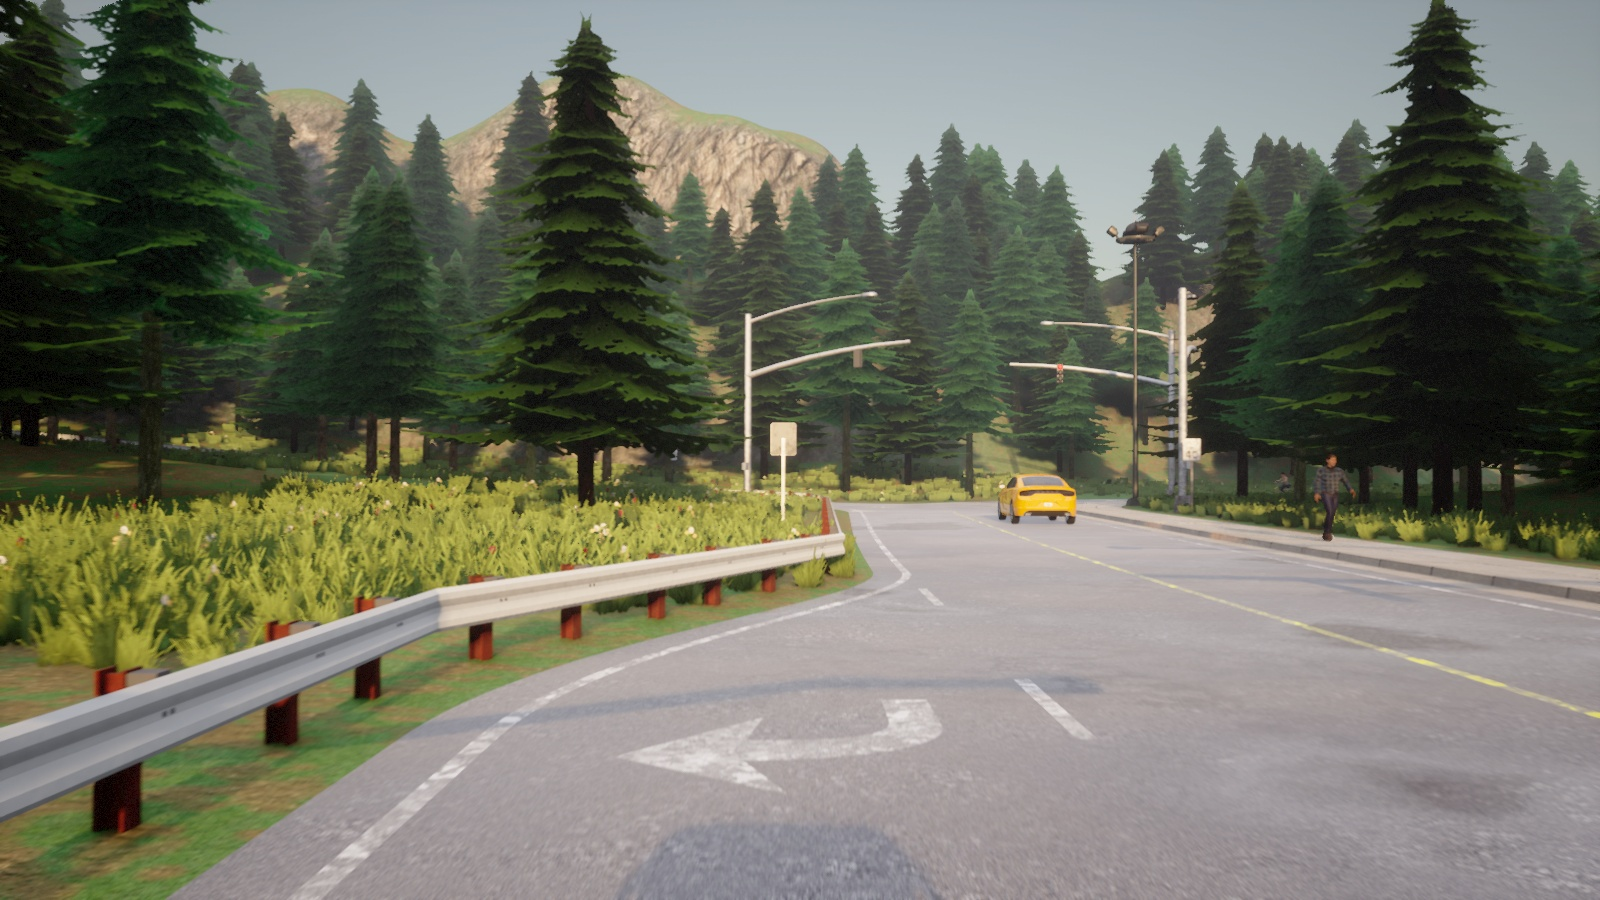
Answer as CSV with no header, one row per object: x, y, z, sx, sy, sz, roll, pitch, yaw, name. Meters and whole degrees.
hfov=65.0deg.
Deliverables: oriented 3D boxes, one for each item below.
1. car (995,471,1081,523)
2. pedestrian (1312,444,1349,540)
7.355,1.420,39.241,1.882,1.535,5.008,0,-1,2,car
10.926,0.867,25.890,0.423,1.949,0.788,0,-1,2,pedestrian
